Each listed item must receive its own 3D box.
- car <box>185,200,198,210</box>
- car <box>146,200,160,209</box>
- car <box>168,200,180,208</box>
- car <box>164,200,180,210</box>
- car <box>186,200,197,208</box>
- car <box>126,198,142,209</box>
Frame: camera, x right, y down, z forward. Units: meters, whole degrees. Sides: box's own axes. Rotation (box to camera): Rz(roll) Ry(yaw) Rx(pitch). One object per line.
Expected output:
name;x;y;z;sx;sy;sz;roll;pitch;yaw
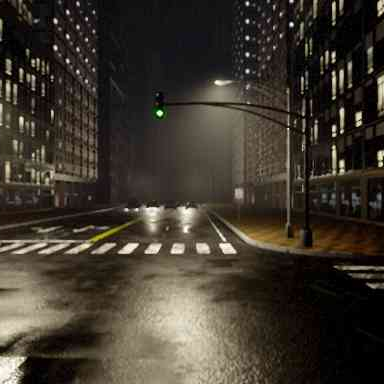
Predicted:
car;-0.051;2.027;52.000;2.033;1.411;5.357;0;-1;0
car;-6.555;2.089;56.162;1.994;1.385;4.181;0;-1;0
car;-3.311;2.155;61.998;1.994;1.385;4.181;0;-1;0
car;-3.301;2.022;51.580;2.033;1.411;5.357;0;-1;0
car;-0.061;2.197;62.447;1.895;1.301;4.718;0;-1;0
car;-9.805;1.877;56.190;2.097;1.767;4.553;0;-1;0
